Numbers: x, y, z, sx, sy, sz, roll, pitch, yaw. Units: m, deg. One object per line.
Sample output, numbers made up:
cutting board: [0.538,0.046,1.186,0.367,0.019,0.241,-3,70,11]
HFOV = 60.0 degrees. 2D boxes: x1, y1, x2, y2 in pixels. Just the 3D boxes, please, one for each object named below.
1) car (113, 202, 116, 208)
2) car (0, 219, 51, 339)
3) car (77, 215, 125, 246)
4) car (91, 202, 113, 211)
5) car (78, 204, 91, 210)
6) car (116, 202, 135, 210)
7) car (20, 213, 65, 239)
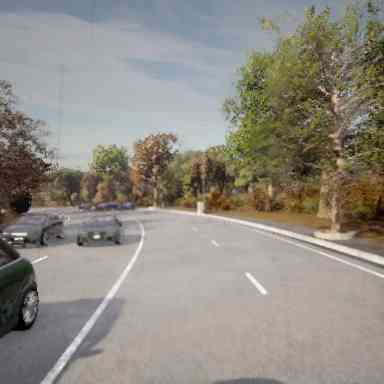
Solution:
car: [-17.996,3.028,73.608,1.882,1.535,5.008,-3,0,-36]
car: [-3.735,1.437,4.044,2.097,1.767,4.553,-1,-1,-2]
car: [-4.540,1.883,17.094,1.994,1.385,4.181,-1,-1,-7]
car: [-18.330,3.063,67.695,1.812,1.442,4.674,-3,0,-34]
car: [-24.860,3.440,77.148,2.128,1.511,4.902,-3,0,-39]
car: [-12.736,2.792,65.131,1.812,1.442,4.674,-2,-1,-31]
car: [-8.097,1.896,17.414,2.128,1.511,4.902,-1,-1,-7]
